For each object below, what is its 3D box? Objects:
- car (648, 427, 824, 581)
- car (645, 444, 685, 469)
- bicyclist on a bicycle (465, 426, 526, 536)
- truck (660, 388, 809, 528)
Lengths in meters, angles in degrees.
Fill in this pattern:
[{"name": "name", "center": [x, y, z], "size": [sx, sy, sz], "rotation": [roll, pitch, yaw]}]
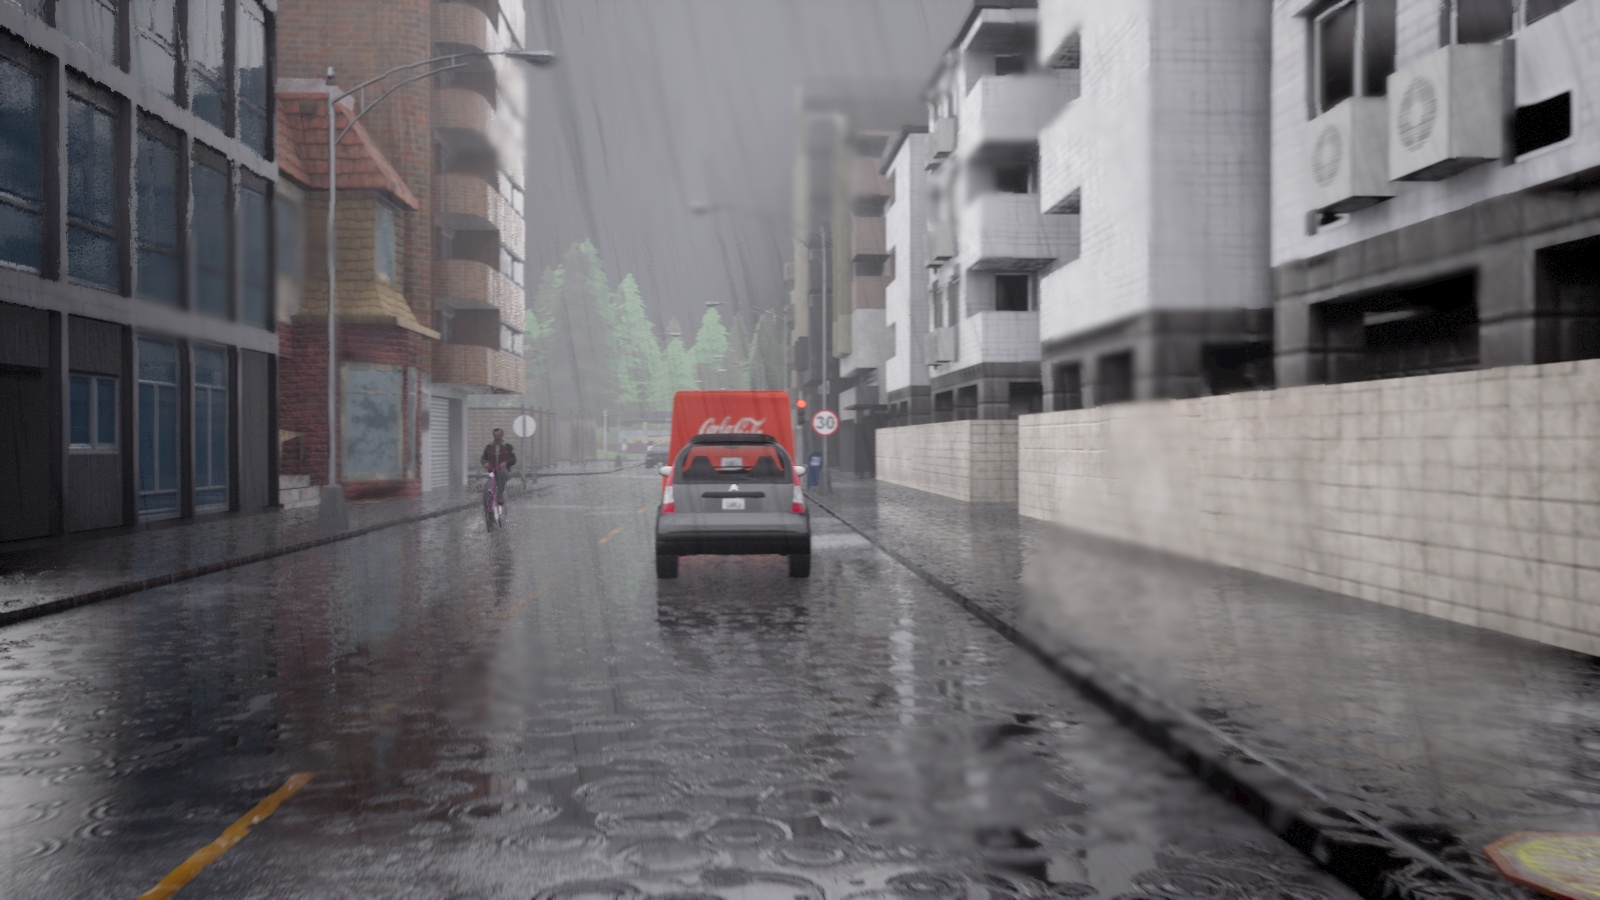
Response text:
[{"name": "car", "center": [-0.782, 0.558, 15.235], "size": [1.851, 1.617, 3.988], "rotation": [0, 0, -3]}, {"name": "car", "center": [-7.984, 0.368, 74.791], "size": [2.033, 1.411, 5.357], "rotation": [0, 0, -3]}, {"name": "bicyclist on a bicycle", "center": [-5.102, 0.496, 21.126], "size": [0.659, 1.776, 1.843], "rotation": [0, 0, -3]}, {"name": "truck", "center": [-1.290, 0.119, 24.776], "size": [2.627, 2.467, 5.204], "rotation": [0, 0, -3]}]
